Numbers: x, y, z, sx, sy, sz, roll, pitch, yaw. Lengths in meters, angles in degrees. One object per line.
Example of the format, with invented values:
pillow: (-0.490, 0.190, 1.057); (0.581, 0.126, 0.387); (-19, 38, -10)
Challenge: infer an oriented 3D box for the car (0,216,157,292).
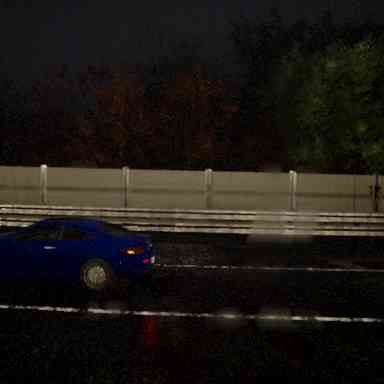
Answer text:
car: (-3.181, 1.318, 7.840); (4.674, 1.442, 1.812); (1, 1, 5)
